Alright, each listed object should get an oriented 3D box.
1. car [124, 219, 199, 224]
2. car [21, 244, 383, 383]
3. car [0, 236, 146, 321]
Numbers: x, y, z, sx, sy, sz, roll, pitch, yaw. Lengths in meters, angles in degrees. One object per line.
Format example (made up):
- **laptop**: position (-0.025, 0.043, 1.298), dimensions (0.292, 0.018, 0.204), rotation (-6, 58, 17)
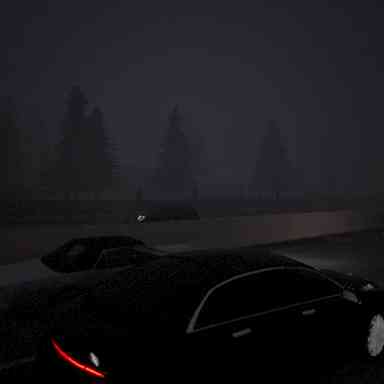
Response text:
- **car**: position (-1.708, 1.419, 19.843), dimensions (4.553, 1.767, 2.097), rotation (0, 0, -35)
- **car**: position (0.711, 1.505, 4.252), dimensions (4.892, 1.490, 1.837), rotation (0, 0, -35)
- **car**: position (-1.436, 1.601, 7.019), dimensions (4.718, 1.301, 1.895), rotation (0, 0, -35)
